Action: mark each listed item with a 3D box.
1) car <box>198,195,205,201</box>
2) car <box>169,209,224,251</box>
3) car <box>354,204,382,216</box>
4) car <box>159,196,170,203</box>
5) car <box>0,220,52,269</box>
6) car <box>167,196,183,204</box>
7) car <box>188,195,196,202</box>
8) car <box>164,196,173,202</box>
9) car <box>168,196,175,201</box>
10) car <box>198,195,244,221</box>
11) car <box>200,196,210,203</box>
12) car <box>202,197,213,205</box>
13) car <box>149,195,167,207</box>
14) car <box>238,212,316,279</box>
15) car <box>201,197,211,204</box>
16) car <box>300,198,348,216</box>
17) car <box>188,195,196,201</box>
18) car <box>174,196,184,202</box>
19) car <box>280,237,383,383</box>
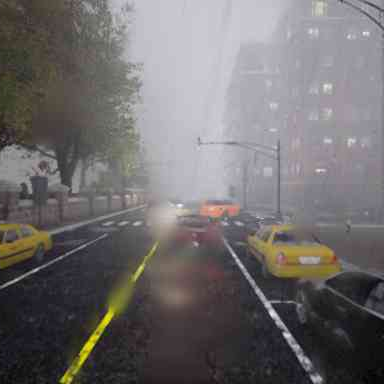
[{"bbox_3d":[2.670,1.636,92.054,1.887,1.381,4.507,0,0,0],"label":"car"},{"bbox_3d":[0.099,1.607,14.157,1.895,1.301,4.718,0,0,0],"label":"car"},{"bbox_3d":[20.299,1.942,36.753,4.507,1.381,1.887,1,-1,0],"label":"car"},{"bbox_3d":[-5.706,1.604,69.912,1.887,1.381,4.507,0,0,0],"label":"car"},{"bbox_3d":[-5.693,1.529,9.569,1.752,1.417,4.829,0,0,0],"label":"car"},{"bbox_3d":[-3.036,1.650,62.689,1.895,1.301,4.718,0,0,1],"label":"car"},{"bbox_3d":[-0.013,1.661,79.070,1.895,1.301,4.718,0,0,0],"label":"car"},{"bbox_3d":[-5.708,1.657,80.981,1.802,1.307,4.206,0,0,0],"label":"car"},{"bbox_3d":[-5.710,1.674,92.052,1.802,1.307,4.206,0,0,0],"label":"car"},{"bbox_3d":[2.609,1.365,27.701,2.097,1.767,4.553,0,0,32],"label":"car"},{"bbox_3d":[2.674,1.610,69.914,2.008,1.369,4.403,0,0,0],"label":"car"},{"bbox_3d":[2.676,1.570,59.013,1.752,1.417,4.829,0,0,0],"label":"car"},{"bbox_3d":[-5.704,1.353,53.306,2.192,1.841,5.009,0,0,0],"label":"car"},{"bbox_3d":[2.687,1.529,9.912,1.752,1.417,4.829,0,0,0],"label":"car"},{"bbox_3d":[2.675,1.596,64.378,1.887,1.381,4.507,0,0,0],"label":"car"},{"bbox_3d":[14.609,1.609,36.737,5.009,1.841,2.192,1,-1,0],"label":"car"},{"bbox_3d":[-0.016,1.477,89.044,1.882,1.535,5.008,0,0,0],"label":"car"},{"bbox_3d":[-3.014,1.602,79.062,2.033,1.411,5.357,0,0,0],"label":"car"},{"bbox_3d":[2.689,1.567,4.111,1.947,1.339,4.313,0,0,0],"label":"car"}]
